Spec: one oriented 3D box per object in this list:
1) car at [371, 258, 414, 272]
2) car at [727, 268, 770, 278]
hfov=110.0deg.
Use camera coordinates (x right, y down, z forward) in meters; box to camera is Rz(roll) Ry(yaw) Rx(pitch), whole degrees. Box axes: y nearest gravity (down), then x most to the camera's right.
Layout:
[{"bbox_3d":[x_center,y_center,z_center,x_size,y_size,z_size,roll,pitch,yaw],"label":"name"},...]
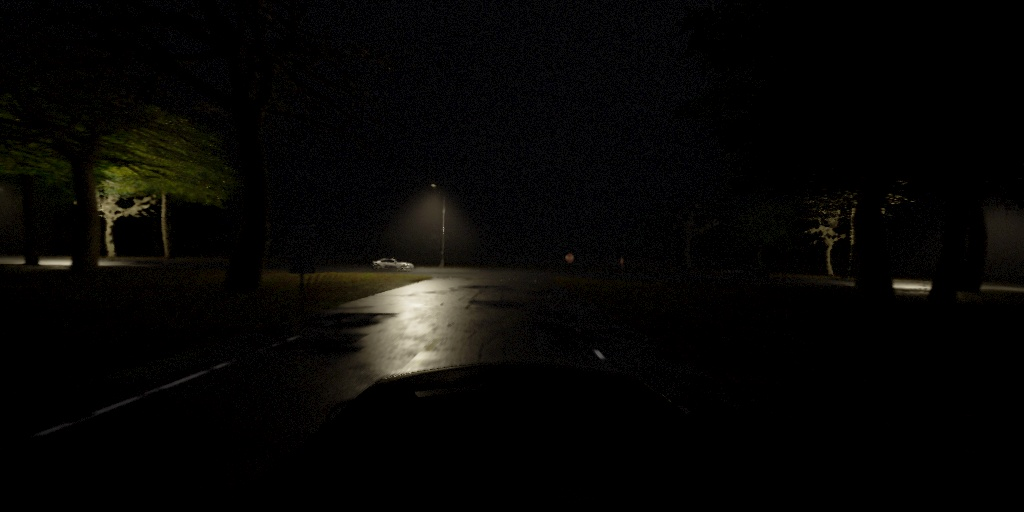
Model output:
[{"bbox_3d":[-13.499,0.986,40.493,4.674,1.442,1.812,1,1,0],"label":"car"},{"bbox_3d":[31.131,2.215,47.280,4.718,1.301,1.895,2,1,0],"label":"car"}]
